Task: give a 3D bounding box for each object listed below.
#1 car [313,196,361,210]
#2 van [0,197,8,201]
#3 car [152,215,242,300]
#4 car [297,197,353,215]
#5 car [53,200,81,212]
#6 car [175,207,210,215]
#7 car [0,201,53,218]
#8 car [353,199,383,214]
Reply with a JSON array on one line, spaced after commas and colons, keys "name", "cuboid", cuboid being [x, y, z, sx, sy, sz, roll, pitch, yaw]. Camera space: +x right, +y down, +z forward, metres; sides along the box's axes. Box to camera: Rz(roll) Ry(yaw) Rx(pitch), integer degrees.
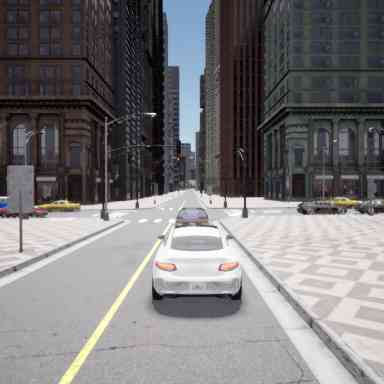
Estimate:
[{"name": "car", "cuboid": [16.731, 1.233, 38.571, 4.829, 1.417, 1.752, -1, 1, 0]}, {"name": "van", "cuboid": [-20.962, 1.457, 38.640, 3.998, 1.788, 1.690, -1, 1, 0]}, {"name": "car", "cuboid": [0.099, 1.521, 8.247, 1.812, 1.442, 4.674, 0, 0, 0]}, {"name": "car", "cuboid": [11.682, 1.419, 30.057, 4.313, 1.339, 1.947, -1, 1, 0]}, {"name": "car", "cuboid": [-15.450, 1.585, 38.634, 4.829, 1.417, 1.752, -1, 1, 0]}, {"name": "car", "cuboid": [0.028, 1.533, 17.837, 2.033, 1.411, 5.357, 0, 0, 1]}, {"name": "car", "cuboid": [-15.286, 1.728, 30.110, 4.206, 1.307, 1.802, -1, 1, 0]}, {"name": "car", "cuboid": [17.061, 1.342, 30.046, 4.403, 1.369, 2.008, -1, 1, 0]}]
